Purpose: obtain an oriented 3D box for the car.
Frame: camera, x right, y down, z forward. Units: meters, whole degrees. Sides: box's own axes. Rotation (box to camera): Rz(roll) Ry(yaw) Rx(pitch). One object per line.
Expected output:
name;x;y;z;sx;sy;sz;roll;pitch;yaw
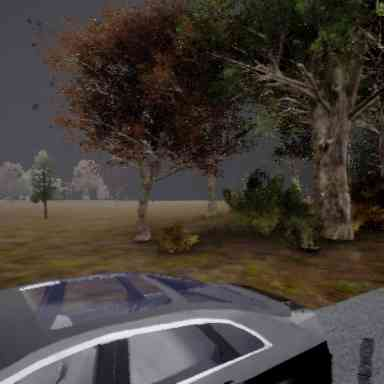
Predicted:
car;-1.028;1.470;2.260;4.902;1.511;2.128;0;1;-35
